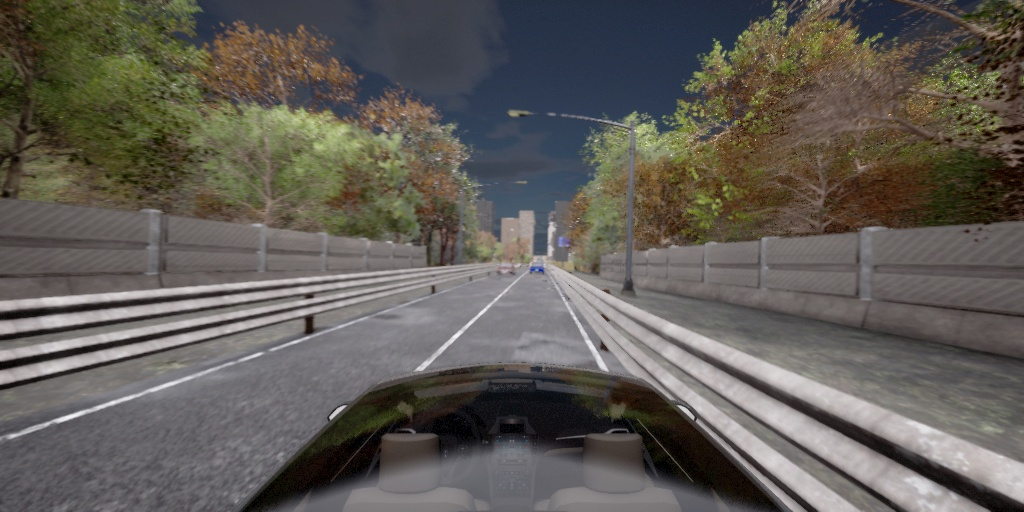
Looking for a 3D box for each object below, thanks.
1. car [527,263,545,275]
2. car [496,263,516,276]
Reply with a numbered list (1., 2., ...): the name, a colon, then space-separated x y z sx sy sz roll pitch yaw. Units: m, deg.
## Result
1. car: 3.304 1.634 47.513 1.882 1.535 5.008 2 -1 5
2. car: -0.599 1.478 40.300 1.812 1.442 4.674 2 -1 5
